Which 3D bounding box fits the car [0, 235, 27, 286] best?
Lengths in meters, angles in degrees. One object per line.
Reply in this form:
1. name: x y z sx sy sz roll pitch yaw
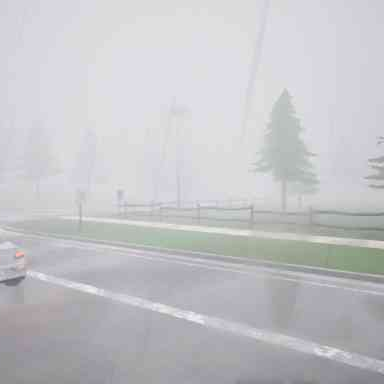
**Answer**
1. car: -5.839 1.526 8.108 4.674 1.442 1.812 0 0 36
